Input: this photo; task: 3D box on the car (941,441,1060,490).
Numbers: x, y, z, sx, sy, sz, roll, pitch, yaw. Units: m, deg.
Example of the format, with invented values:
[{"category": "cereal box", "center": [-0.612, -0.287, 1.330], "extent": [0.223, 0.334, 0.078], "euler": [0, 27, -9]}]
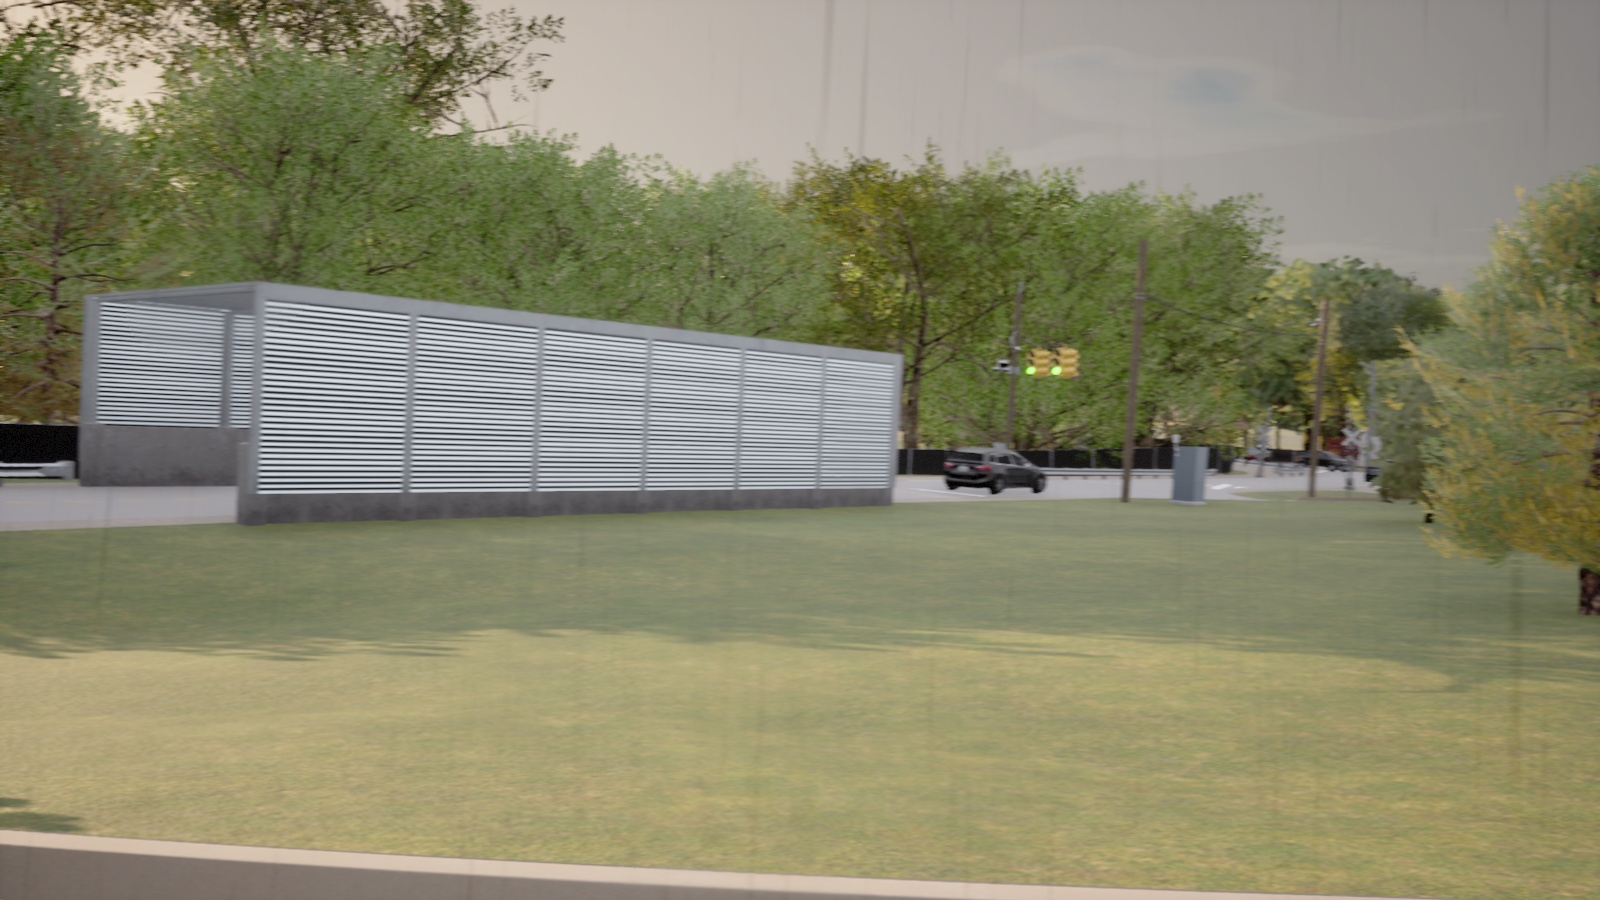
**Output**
[{"category": "car", "center": [7.626, 0.550, 47.566], "extent": [2.242, 1.667, 4.611], "euler": [4, 3, 42]}]

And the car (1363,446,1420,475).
[{"category": "car", "center": [38.291, 0.644, 81.172], "extent": [2.033, 1.649, 4.856], "euler": [4, 3, 40]}]
